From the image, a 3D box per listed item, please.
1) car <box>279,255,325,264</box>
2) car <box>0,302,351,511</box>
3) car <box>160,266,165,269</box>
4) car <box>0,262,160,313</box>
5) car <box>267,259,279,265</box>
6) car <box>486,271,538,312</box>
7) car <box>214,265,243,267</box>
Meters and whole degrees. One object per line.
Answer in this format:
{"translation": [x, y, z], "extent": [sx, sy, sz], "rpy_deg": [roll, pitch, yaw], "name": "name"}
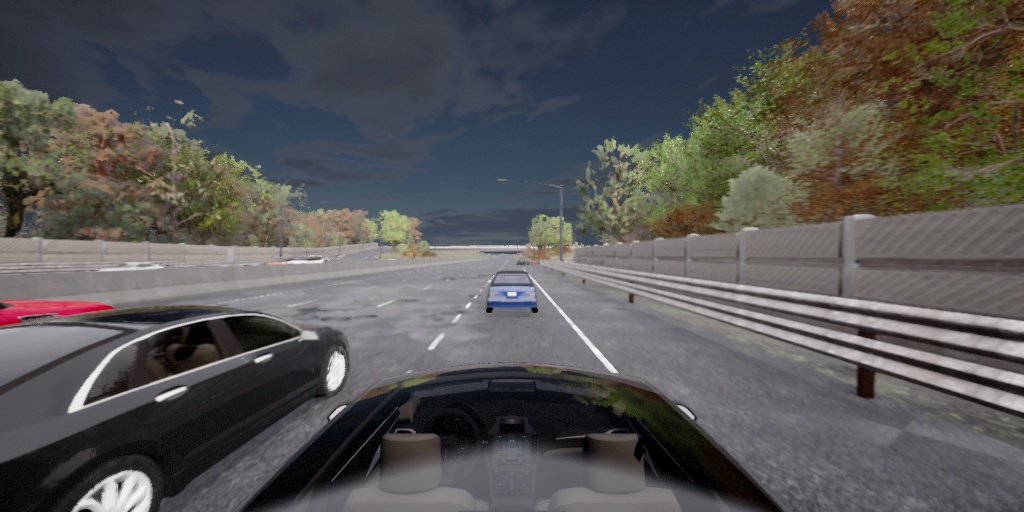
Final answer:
{"translation": [-24.555, 0.945, 42.741], "extent": [2.150, 2.045, 5.566], "rpy_deg": [0, 0, 0], "name": "car"}
{"translation": [-3.398, 1.252, 3.611], "extent": [1.837, 1.490, 4.892], "rpy_deg": [0, 0, 0], "name": "car"}
{"translation": [-31.559, 1.250, 29.910], "extent": [1.812, 1.442, 4.674], "rpy_deg": [0, 0, 0], "name": "car"}
{"translation": [-6.902, 0.970, 3.099], "extent": [2.150, 2.045, 5.566], "rpy_deg": [0, 0, 0], "name": "car"}
{"translation": [-28.050, 1.076, 44.072], "extent": [2.097, 1.767, 4.553], "rpy_deg": [0, 0, 0], "name": "car"}
{"translation": [0.002, 1.279, 14.129], "extent": [2.033, 1.411, 5.357], "rpy_deg": [0, 0, 0], "name": "car"}
{"translation": [-21.021, 1.325, 26.278], "extent": [1.895, 1.301, 4.718], "rpy_deg": [0, 0, 1], "name": "car"}
